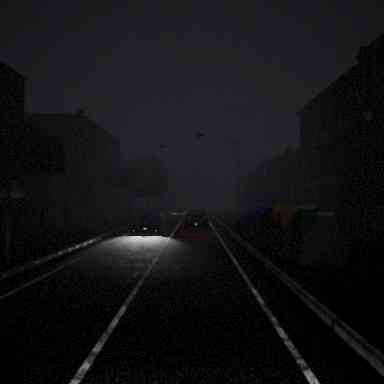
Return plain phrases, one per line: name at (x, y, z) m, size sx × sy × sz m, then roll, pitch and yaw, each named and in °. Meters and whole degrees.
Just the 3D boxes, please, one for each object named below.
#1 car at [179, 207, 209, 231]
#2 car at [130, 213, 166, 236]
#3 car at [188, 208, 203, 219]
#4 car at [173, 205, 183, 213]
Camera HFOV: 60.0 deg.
car at (0.328, 2.178, 26.395) m, size 2.128 × 1.511 × 4.902 m, roll 0°, pitch -2°, yaw 0°
car at (-2.904, 2.141, 22.639) m, size 1.994 × 1.385 × 4.181 m, roll 0°, pitch -1°, yaw 1°
car at (0.465, 2.745, 43.092) m, size 1.895 × 1.301 × 4.718 m, roll 0°, pitch -2°, yaw 0°
car at (-2.481, 3.249, 63.624) m, size 1.812 × 1.442 × 4.674 m, roll 0°, pitch -1°, yaw 1°
